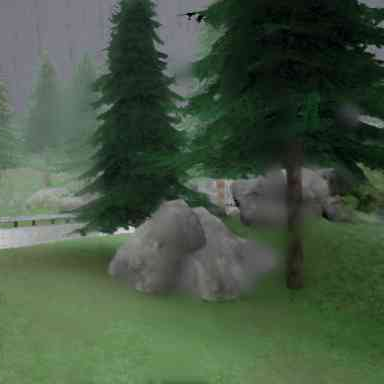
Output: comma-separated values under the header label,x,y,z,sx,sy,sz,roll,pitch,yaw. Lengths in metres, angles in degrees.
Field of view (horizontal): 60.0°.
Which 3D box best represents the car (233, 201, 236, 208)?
label,x,y,z,sx,sy,sz,roll,pitch,yaw
car,5.691,1.682,49.266,2.033,1.411,5.357,0,0,-3
